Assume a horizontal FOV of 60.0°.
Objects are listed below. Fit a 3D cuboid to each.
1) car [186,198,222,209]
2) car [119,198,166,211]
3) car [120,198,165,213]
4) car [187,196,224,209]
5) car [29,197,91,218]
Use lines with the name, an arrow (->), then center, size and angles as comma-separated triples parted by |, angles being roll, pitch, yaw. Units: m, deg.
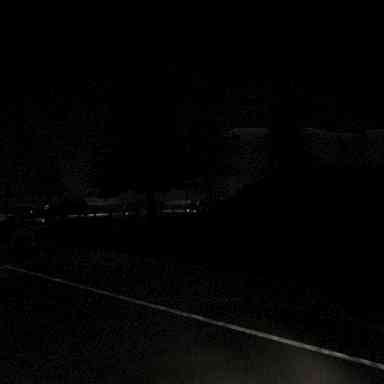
car -> 1.668, 1.514, 45.750 | 4.718, 1.301, 1.895 | 0, 0, -35
car -> -5.898, 1.448, 39.863 | 5.357, 1.411, 2.033 | 0, 0, -42
car -> -5.147, 1.406, 35.766 | 4.902, 1.511, 2.128 | 0, 0, -42
car -> 1.779, 1.276, 41.503 | 4.553, 1.767, 2.097 | 0, 0, -35
car -> -11.353, 1.260, 29.351 | 2.097, 1.767, 4.553 | 0, 0, 41
